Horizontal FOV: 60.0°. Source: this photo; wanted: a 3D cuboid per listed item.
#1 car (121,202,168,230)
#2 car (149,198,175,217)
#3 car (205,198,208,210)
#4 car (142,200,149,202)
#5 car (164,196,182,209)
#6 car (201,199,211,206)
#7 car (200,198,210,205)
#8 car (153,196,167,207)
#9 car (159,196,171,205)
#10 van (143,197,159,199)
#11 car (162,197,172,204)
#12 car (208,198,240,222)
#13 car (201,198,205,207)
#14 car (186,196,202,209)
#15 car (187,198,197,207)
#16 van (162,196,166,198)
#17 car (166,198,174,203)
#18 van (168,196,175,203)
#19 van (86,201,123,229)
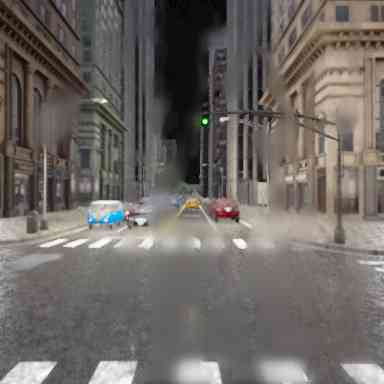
[{"bbox_3d":[-3.090,1.642,22.531,2.128,1.511,4.902,0,0,0],"label":"car"},{"bbox_3d":[-3.086,1.740,34.538,1.837,1.490,4.892,0,0,0],"label":"car"},{"bbox_3d":[2.771,1.543,33.221,2.192,1.841,5.009,0,0,0],"label":"car"},{"bbox_3d":[-5.754,1.772,33.212,1.887,1.381,4.507,0,0,0],"label":"car"},{"bbox_3d":[-3.024,1.862,53.995,1.882,1.535,5.008,0,-1,1],"label":"car"},{"bbox_3d":[2.778,2.056,65.863,1.802,1.307,4.206,0,0,0],"label":"car"},{"bbox_3d":[2.779,2.061,71.303,1.887,1.381,4.507,0,0,0],"label":"car"},{"bbox_3d":[-5.748,1.748,60.420,2.192,1.841,5.009,0,0,0],"label":"car"},{"bbox_3d":[-5.746,1.830,71.302,2.192,1.841,5.009,0,0,0],"label":"car"},{"bbox_3d":[-5.752,1.651,44.097,1.690,1.788,3.998,0,0,0],"label":"van"},{"bbox_3d":[-5.745,1.999,76.743,1.967,1.590,4.097,0,0,0],"label":"car"},{"bbox_3d":[2.771,1.503,27.781,2.192,1.841,5.009,0,0,0],"label":"car"},{"bbox_3d":[2.775,1.902,49.541,2.008,1.369,4.403,0,0,0],"label":"car"},{"bbox_3d":[0.111,1.844,51.593,1.882,1.535,5.008,0,0,0],"label":"car"},{"bbox_3d":[0.014,1.933,63.351,1.882,1.535,5.008,0,0,0],"label":"car"},{"bbox_3d":[-5.750,1.733,54.979,1.690,1.788,3.998,0,0,0],"label":"van"},{"bbox_3d":[-5.745,2.243,87.621,1.802,1.307,4.206,0,-1,0],"label":"car"},{"bbox_3d":[-5.744,2.054,93.065,1.690,1.788,3.998,0,-1,0],"label":"van"},{"bbox_3d":[-5.756,1.490,22.333,1.690,1.788,3.998,0,0,0],"label":"van"}]
